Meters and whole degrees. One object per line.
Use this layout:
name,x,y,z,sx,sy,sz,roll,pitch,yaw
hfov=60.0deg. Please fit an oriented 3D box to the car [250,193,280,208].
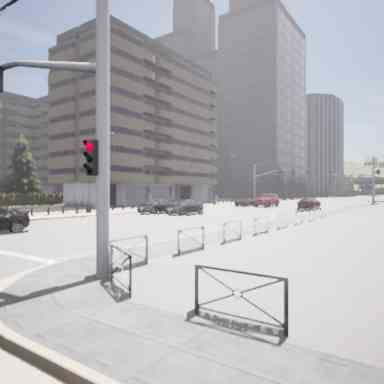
car,11.219,1.240,49.508,2.150,2.045,5.566,0,0,35

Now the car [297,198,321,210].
car,15.018,1.485,42.518,1.882,1.535,5.008,0,0,35

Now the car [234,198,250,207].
car,8.351,1.618,51.513,1.895,1.301,4.718,0,0,35

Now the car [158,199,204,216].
car,-0.688,1.503,32.462,2.128,1.511,4.902,0,0,35

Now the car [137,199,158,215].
car,-3.573,1.505,34.444,2.128,1.511,4.902,0,0,35

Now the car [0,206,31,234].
car,-10.995,1.517,17.315,1.837,1.490,4.892,0,0,32
